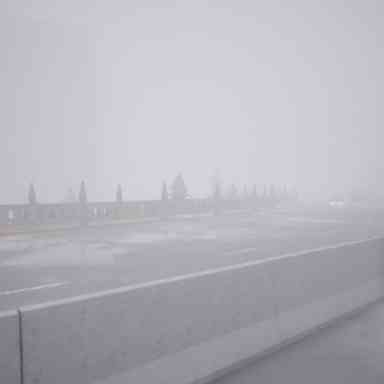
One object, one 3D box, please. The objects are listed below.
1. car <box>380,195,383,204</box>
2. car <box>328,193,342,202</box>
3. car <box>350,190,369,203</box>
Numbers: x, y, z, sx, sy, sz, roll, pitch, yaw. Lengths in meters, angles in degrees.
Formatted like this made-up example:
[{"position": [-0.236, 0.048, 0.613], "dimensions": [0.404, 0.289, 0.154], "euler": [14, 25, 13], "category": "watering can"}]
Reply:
[{"position": [29.209, 1.007, 49.260], "dimensions": [1.994, 1.385, 4.181], "euler": [0, 0, 21], "category": "car"}, {"position": [24.334, 0.936, 56.587], "dimensions": [2.128, 1.511, 4.902], "euler": [0, 0, 18], "category": "car"}, {"position": [27.290, 0.650, 54.287], "dimensions": [2.150, 2.045, 5.566], "euler": [0, 1, 18], "category": "car"}]
